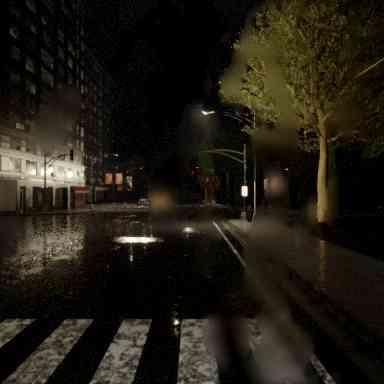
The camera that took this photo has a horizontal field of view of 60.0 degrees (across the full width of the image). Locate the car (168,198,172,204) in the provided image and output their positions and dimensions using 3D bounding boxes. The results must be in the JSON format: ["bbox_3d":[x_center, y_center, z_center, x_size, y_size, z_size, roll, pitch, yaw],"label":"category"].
[{"bbox_3d":[-6.327,2.125,75.976,2.033,1.411,5.357,0,-1,0],"label":"car"}]

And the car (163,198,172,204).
[{"bbox_3d":[-6.303,2.262,86.178,1.812,1.442,4.674,0,-1,0],"label":"car"}]

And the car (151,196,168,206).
[{"bbox_3d":[-6.350,1.925,65.976,1.882,1.535,5.008,0,-1,0],"label":"car"}]

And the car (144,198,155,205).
[{"bbox_3d":[-9.578,2.131,75.517,1.994,1.385,4.181,0,-1,0],"label":"car"}]

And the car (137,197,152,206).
[{"bbox_3d":[-9.601,2.007,65.649,1.994,1.385,4.181,0,-1,0],"label":"car"}]

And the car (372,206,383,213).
[{"bbox_3d":[41.779,3.911,74.422,4.892,1.490,1.837,4,-3,-45],"label":"car"}]

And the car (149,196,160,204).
[{"bbox_3d":[-9.553,1.959,85.923,2.150,2.045,5.566,0,-1,0],"label":"car"}]
